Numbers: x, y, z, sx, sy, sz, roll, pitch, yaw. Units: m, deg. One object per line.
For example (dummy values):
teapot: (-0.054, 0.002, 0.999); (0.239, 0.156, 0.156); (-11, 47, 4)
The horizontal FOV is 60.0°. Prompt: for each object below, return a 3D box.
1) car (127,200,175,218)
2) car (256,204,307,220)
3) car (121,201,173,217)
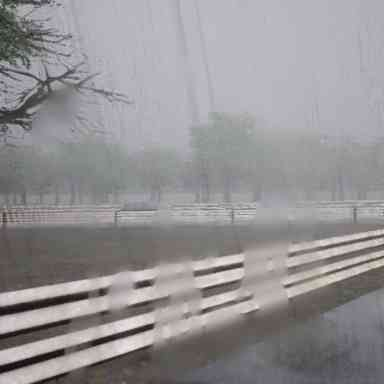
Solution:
car: (-5.083, 2.140, 41.590); (5.566, 2.045, 2.150); (-1, 0, 4)
car: (8.980, 1.989, 33.575); (5.008, 1.535, 1.882); (-1, 0, 4)
car: (-5.332, 2.147, 38.099); (5.566, 2.045, 2.150); (-1, 0, 4)
